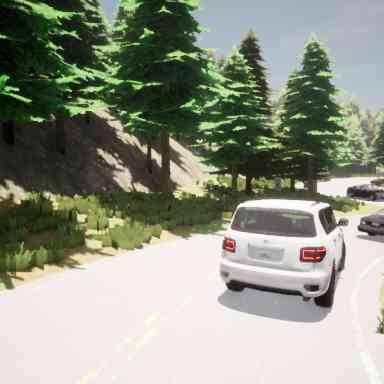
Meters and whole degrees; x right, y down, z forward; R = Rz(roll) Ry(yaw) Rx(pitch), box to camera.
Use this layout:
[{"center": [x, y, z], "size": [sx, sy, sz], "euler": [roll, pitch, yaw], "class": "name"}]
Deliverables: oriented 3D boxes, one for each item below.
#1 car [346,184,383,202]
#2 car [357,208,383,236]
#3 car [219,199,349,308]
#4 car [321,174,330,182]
[{"center": [17.205, 0.028, 32.520], "size": [2.128, 1.511, 4.902], "euler": [-1, 5, -11], "class": "car"}, {"center": [10.135, 1.414, 15.831], "size": [5.357, 1.411, 2.033], "euler": [-1, 5, -32], "class": "car"}, {"center": [2.552, 1.200, 8.380], "size": [2.150, 2.045, 5.566], "euler": [3, 2, 27], "class": "car"}, {"center": [24.314, -2.937, 62.032], "size": [2.150, 2.045, 5.566], "euler": [3, 7, 32], "class": "car"}]
